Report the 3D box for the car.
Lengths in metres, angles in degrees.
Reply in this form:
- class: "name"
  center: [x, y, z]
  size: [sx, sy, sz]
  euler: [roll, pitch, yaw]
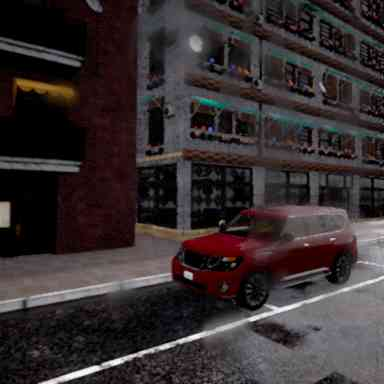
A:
- class: "car"
  center: [1.983, 1.301, 7.953]
  size: [5.009, 1.841, 2.192]
  euler: [0, 1, -35]
